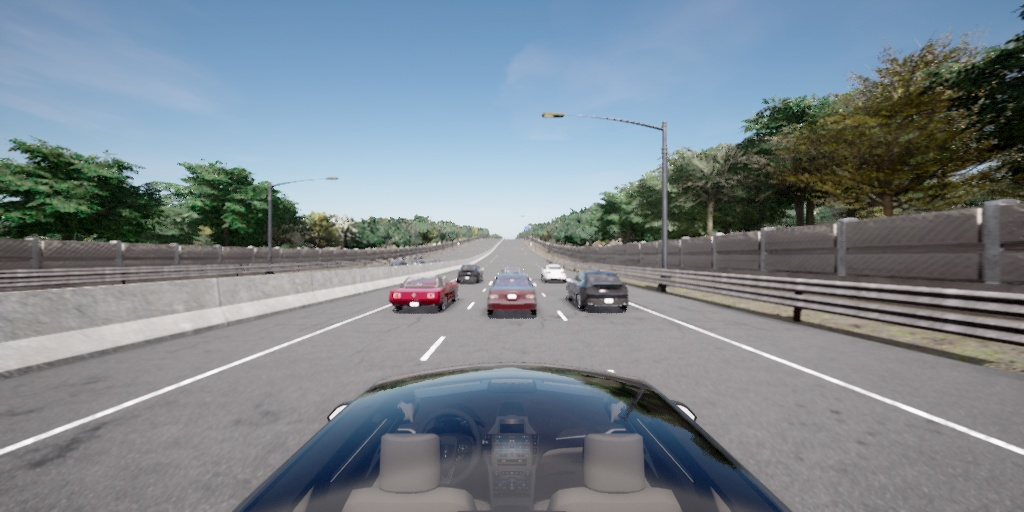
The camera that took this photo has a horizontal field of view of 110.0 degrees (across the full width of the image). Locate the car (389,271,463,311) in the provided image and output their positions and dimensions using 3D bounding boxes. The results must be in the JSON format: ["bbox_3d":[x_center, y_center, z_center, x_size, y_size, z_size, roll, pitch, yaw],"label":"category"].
[{"bbox_3d":[-3.483,1.465,15.090,1.895,1.301,4.718,0,0,0],"label":"car"}]

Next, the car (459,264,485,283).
[{"bbox_3d":[-3.478,1.449,30.382,1.837,1.490,4.892,0,0,0],"label":"car"}]

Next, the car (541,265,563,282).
[{"bbox_3d":[3.526,1.468,30.780,1.812,1.442,4.674,0,0,0],"label":"car"}]

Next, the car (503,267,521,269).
[{"bbox_3d":[0.018,1.542,30.093,1.895,1.301,4.718,0,0,0],"label":"car"}]

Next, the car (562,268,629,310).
[{"bbox_3d":[3.521,1.373,15.374,1.837,1.490,4.892,0,0,0],"label":"car"}]

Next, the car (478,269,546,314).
[{"bbox_3d":[0.010,1.405,14.362,2.033,1.411,5.357,0,0,0],"label":"car"}]
